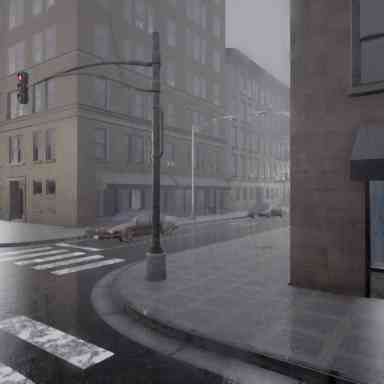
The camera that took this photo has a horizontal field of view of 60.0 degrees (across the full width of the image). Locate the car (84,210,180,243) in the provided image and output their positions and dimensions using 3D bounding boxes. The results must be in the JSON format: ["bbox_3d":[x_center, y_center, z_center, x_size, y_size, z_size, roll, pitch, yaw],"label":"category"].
[{"bbox_3d":[-2.764,1.623,16.905,2.033,1.411,5.357,0,0,34],"label":"car"}]

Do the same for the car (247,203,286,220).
[{"bbox_3d":[7.040,1.717,30.757,2.033,1.411,5.357,0,0,35],"label":"car"}]
